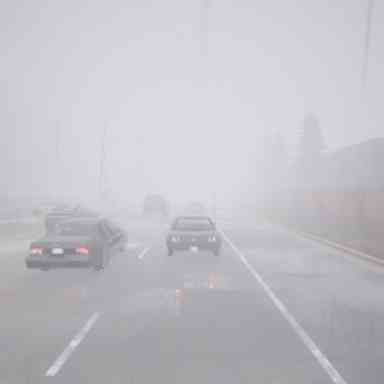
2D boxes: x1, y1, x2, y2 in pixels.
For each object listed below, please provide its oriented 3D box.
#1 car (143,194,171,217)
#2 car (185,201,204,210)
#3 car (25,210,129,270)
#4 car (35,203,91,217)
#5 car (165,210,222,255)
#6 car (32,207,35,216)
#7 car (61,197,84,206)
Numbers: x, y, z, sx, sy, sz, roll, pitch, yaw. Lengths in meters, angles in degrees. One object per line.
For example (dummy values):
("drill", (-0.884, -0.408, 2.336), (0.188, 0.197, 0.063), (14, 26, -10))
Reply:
("car", (-3.329, 1.242, 31.819), (2.150, 2.045, 5.566), (0, 0, 1))
("car", (0.268, 1.587, 35.382), (1.994, 1.385, 4.181), (0, 0, 1))
("car", (-3.431, 1.555, 10.962), (2.033, 1.411, 5.357), (0, 0, 0))
("car", (-6.976, 1.505, 19.739), (2.128, 1.511, 4.902), (0, 0, 0))
("car", (0.047, 1.609, 13.289), (1.895, 1.301, 4.718), (0, 0, 0))
("car", (-13.974, 1.548, 32.864), (1.812, 1.442, 4.674), (0, 0, 2))
("car", (-20.344, 1.585, 56.913), (2.033, 1.411, 5.357), (0, 0, 1))
